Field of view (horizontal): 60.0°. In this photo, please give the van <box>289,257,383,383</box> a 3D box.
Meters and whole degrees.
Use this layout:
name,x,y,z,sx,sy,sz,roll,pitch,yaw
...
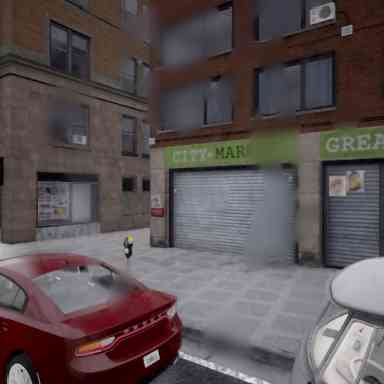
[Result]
name,x,y,z,sx,sy,sz,roll,pitch,yaw
van,2.387,1.341,1.375,3.998,1.788,1.690,0,0,35

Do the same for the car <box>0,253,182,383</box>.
name,x,y,z,sx,sy,sz,roll,pitch,yaw
car,-2.223,1.544,4.660,4.507,1.381,1.887,0,0,35
